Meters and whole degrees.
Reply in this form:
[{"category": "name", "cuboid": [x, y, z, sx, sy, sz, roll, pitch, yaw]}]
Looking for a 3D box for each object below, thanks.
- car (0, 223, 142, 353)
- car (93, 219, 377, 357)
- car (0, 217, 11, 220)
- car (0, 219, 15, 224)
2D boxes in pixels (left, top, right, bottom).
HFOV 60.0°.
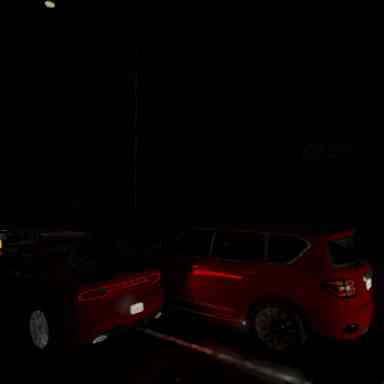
[{"category": "car", "cuboid": [-2.801, 1.596, 6.429, 5.008, 1.535, 1.882, -1, -1, 37]}, {"category": "car", "cuboid": [0.661, 1.444, 6.292, 5.009, 1.841, 2.192, -1, -1, 37]}, {"category": "car", "cuboid": [-8.192, 1.659, 12.899, 4.097, 1.590, 1.967, -1, -1, 37]}, {"category": "car", "cuboid": [-3.903, 1.701, 9.694, 4.829, 1.417, 1.752, -1, -1, 37]}]
